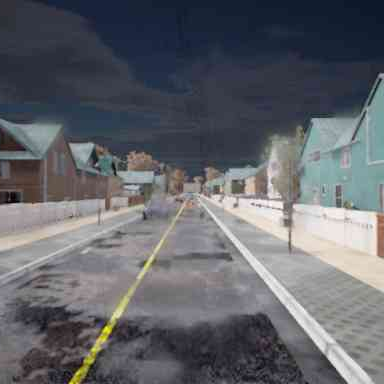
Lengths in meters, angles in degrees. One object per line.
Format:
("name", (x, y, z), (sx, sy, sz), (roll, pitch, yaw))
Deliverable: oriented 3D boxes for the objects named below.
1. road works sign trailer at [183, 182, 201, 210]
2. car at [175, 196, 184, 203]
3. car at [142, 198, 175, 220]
("road works sign trailer", (0.004, 0.472, 43.380), (2.380, 3.560, 2.880), (0, 0, 0))
("car", (-2.745, 1.582, 69.055), (1.895, 1.301, 4.718), (0, 0, 0))
("car", (-2.844, 1.361, 27.725), (2.097, 1.767, 4.553), (0, 0, 0))
